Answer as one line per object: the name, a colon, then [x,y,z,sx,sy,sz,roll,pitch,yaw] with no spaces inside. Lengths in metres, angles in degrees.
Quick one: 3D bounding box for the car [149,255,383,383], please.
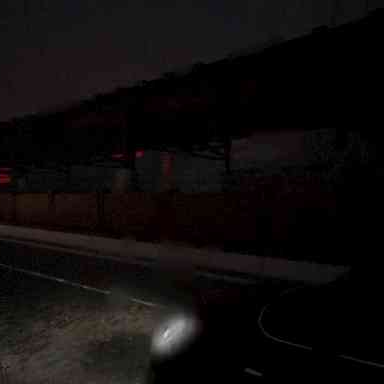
car: [1.795,1.352,2.711,4.553,1.767,2.097,0,0,35]
